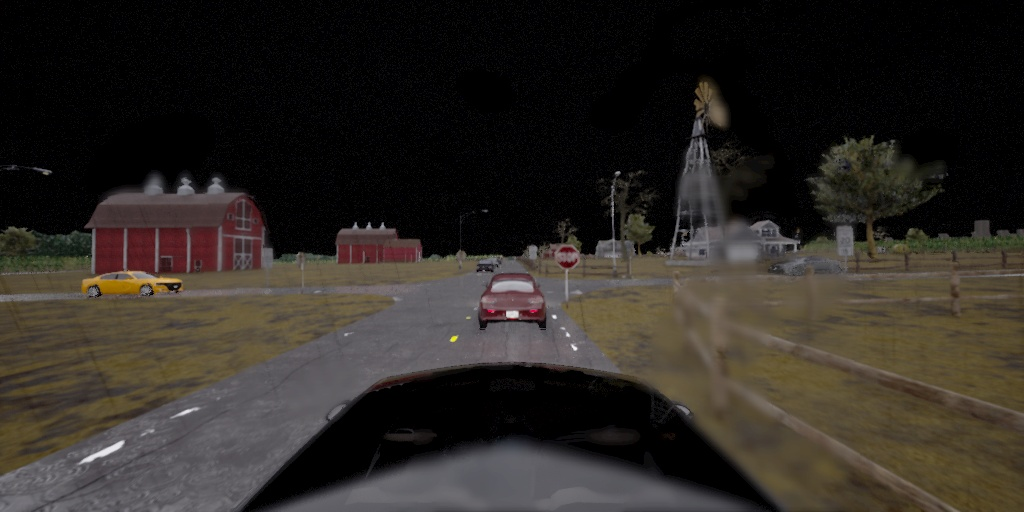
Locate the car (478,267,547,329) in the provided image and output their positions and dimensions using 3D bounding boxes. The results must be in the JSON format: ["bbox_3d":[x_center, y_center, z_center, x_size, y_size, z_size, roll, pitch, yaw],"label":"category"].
[{"bbox_3d":[0.027,1.237,11.010,1.812,1.442,4.674,0,0,0],"label":"car"}]

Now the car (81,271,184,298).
[{"bbox_3d":[-23.031,1.666,21.889,5.008,1.535,1.882,-1,-1,0],"label":"car"}]

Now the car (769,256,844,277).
[{"bbox_3d":[20.439,0.712,25.042,4.181,1.385,1.994,-1,-1,0],"label":"car"}]

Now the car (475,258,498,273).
[{"bbox_3d":[-2.900,1.109,39.489,2.033,1.411,5.357,0,0,0],"label":"car"}]

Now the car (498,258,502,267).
[{"bbox_3d":[-2.912,0.994,54.416,1.837,1.490,4.892,0,0,0],"label":"car"}]
